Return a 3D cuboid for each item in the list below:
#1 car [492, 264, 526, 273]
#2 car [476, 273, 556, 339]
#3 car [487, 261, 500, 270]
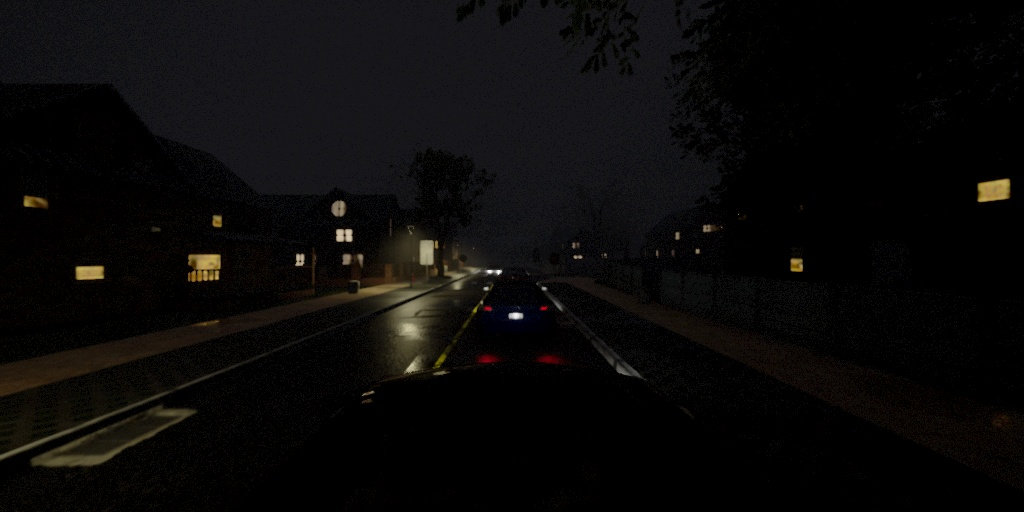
[{"bbox_3d":[0.120,1.390,22.161,2.033,1.411,5.357,0,0,1],"label":"car"},{"bbox_3d":[0.095,1.354,10.234,1.994,1.385,4.181,0,0,0],"label":"car"},{"bbox_3d":[-2.851,1.580,58.078,1.895,1.301,4.718,0,0,0],"label":"car"}]
